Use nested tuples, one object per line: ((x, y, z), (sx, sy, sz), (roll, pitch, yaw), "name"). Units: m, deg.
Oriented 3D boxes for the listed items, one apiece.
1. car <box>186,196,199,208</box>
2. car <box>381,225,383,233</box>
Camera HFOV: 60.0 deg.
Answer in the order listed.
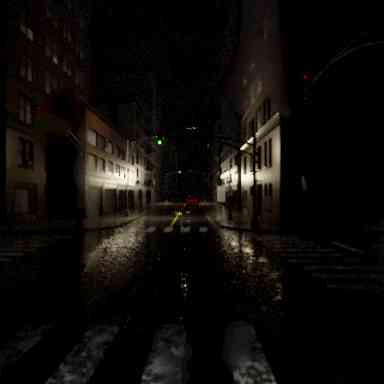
((0.033, 1.732, 59.545), (2.150, 2.045, 5.566), (0, 0, 0), "car")
((12.404, 1.673, 17.121), (4.829, 1.417, 1.752), (0, 0, 1), "car")
